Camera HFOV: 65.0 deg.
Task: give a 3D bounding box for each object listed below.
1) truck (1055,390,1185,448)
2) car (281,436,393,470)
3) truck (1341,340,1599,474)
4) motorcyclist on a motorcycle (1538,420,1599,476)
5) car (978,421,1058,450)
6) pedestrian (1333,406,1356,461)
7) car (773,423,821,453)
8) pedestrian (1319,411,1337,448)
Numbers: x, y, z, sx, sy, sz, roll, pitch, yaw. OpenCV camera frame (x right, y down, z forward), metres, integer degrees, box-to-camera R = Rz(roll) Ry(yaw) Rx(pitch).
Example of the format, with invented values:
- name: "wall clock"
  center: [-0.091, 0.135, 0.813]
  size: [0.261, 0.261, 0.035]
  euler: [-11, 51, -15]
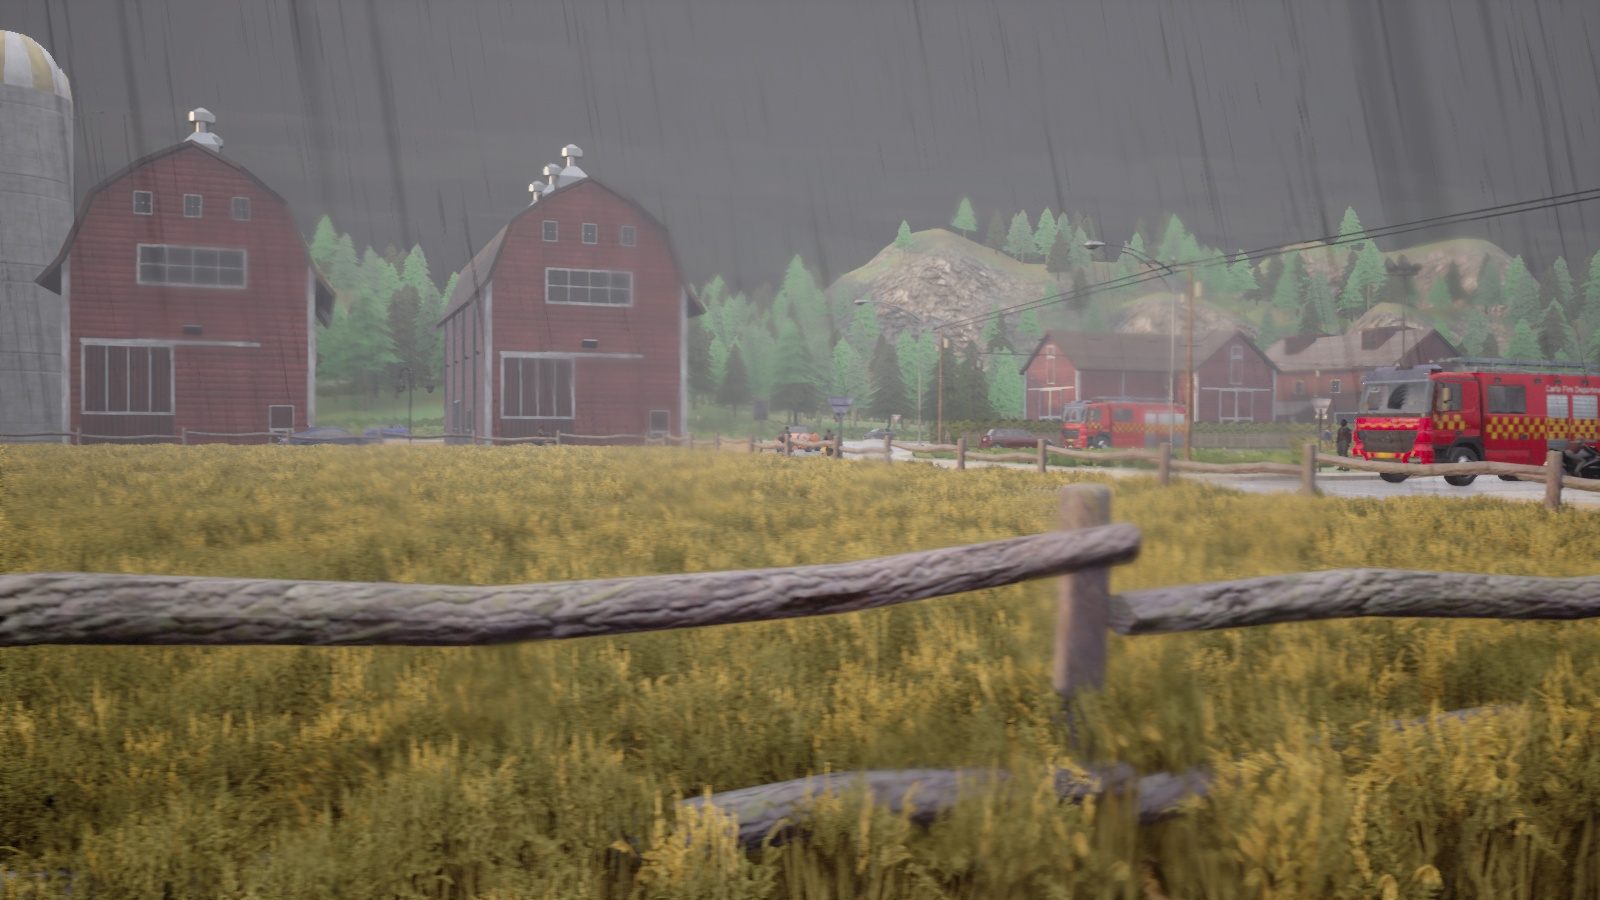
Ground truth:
- name: "truck"
  center: [21.938, -2.155, 86.062]
  size: [8.468, 3.827, 2.891]
  euler: [-1, 1, -21]
- name: "car"
  center: [-21.109, 0.120, 57.260]
  size: [4.674, 1.442, 1.812]
  euler: [-1, 1, -24]
- name: "truck"
  center: [21.145, -1.327, 38.900]
  size: [8.468, 3.827, 2.891]
  euler: [-1, 1, -22]
- name: "motorcyclist on a motorcycle"
  center: [22.102, -0.083, 35.594]
  size: [2.191, 1.530, 0.866]
  euler: [-1, 1, -22]
- name: "car"
  center: [13.771, -0.907, 79.428]
  size: [4.553, 1.767, 2.097]
  euler: [-1, 1, -9]
- name: "pedestrian"
  center: [19.166, -0.572, 44.187]
  size: [0.666, 1.930, 0.402]
  euler: [-1, 1, -23]
- name: "car"
  center: [-0.141, -0.746, 77.165]
  size: [2.097, 1.767, 4.553]
  euler: [-1, 1, 11]
- name: "pedestrian"
  center: [28.530, -1.110, 67.862]
  size: [0.423, 1.949, 0.788]
  euler: [-2, 1, -40]
